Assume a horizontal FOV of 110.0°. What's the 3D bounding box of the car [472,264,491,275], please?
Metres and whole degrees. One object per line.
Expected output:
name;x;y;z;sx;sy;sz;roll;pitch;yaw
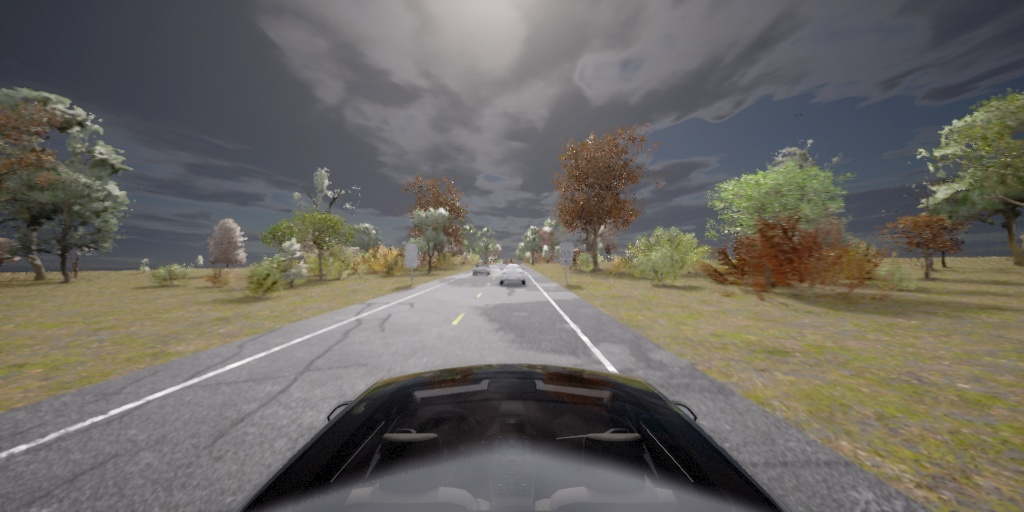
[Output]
car;-3.450;1.539;41.355;1.895;1.301;4.718;-1;0;0

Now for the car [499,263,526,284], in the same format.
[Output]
car;0.055;1.354;27.564;1.812;1.442;4.674;-1;0;1
